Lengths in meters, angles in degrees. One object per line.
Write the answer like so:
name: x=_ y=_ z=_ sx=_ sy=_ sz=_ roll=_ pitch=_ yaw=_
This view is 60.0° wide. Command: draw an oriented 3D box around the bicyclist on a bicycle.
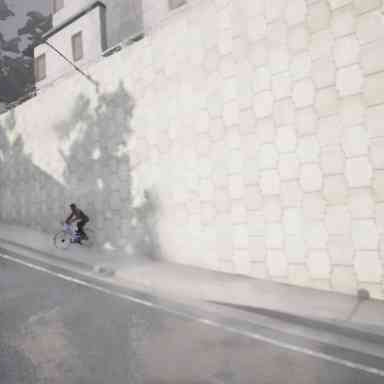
bicyclist on a bicycle: x=-4.154 y=1.227 z=11.891 sx=0.582 sy=1.620 sz=1.656 roll=2 pitch=0 yaw=38
